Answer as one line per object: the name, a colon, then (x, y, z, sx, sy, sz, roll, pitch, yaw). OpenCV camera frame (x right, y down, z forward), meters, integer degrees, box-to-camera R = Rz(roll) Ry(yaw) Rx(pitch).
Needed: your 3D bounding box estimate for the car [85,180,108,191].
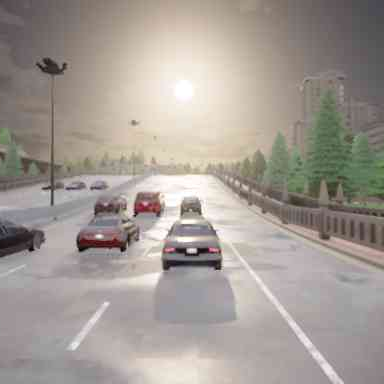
car: (-14.392, -1.069, 51.571, 1.882, 1.535, 5.008, 0, 6, 0)

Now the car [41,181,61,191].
car: (-21.387, -1.003, 51.552, 2.033, 1.411, 5.357, 0, 6, 0)

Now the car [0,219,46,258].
car: (-6.994, 1.622, 11.402, 2.033, 1.411, 5.357, 0, 0, 0)

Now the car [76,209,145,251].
car: (-3.491, 1.641, 14.520, 1.994, 1.385, 4.181, 0, 0, 0)

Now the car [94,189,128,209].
car: (-7.096, 0.936, 29.441, 2.097, 1.767, 4.553, 0, 3, 0)

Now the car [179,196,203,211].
car: (-0.096, 1.079, 29.736, 1.837, 1.490, 4.892, 0, 4, 0)

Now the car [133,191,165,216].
car: (-3.594, 0.870, 28.462, 2.150, 2.045, 5.566, 0, 4, 0)

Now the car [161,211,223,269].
car: (0.006, 1.622, 11.394, 2.033, 1.411, 5.357, 0, 0, 0)

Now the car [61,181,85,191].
car: (-17.889, -1.002, 51.569, 2.033, 1.411, 5.357, 0, 6, 0)
